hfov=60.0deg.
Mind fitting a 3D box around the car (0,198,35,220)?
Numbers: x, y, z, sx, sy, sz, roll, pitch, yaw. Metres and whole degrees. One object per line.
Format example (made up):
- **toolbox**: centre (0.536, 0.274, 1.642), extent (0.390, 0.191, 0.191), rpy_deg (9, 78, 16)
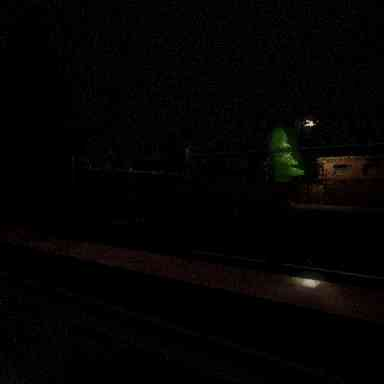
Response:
- **car**: centre (-11.462, 1.141, 23.503), extent (2.033, 1.411, 5.357), rpy_deg (1, 1, 41)
